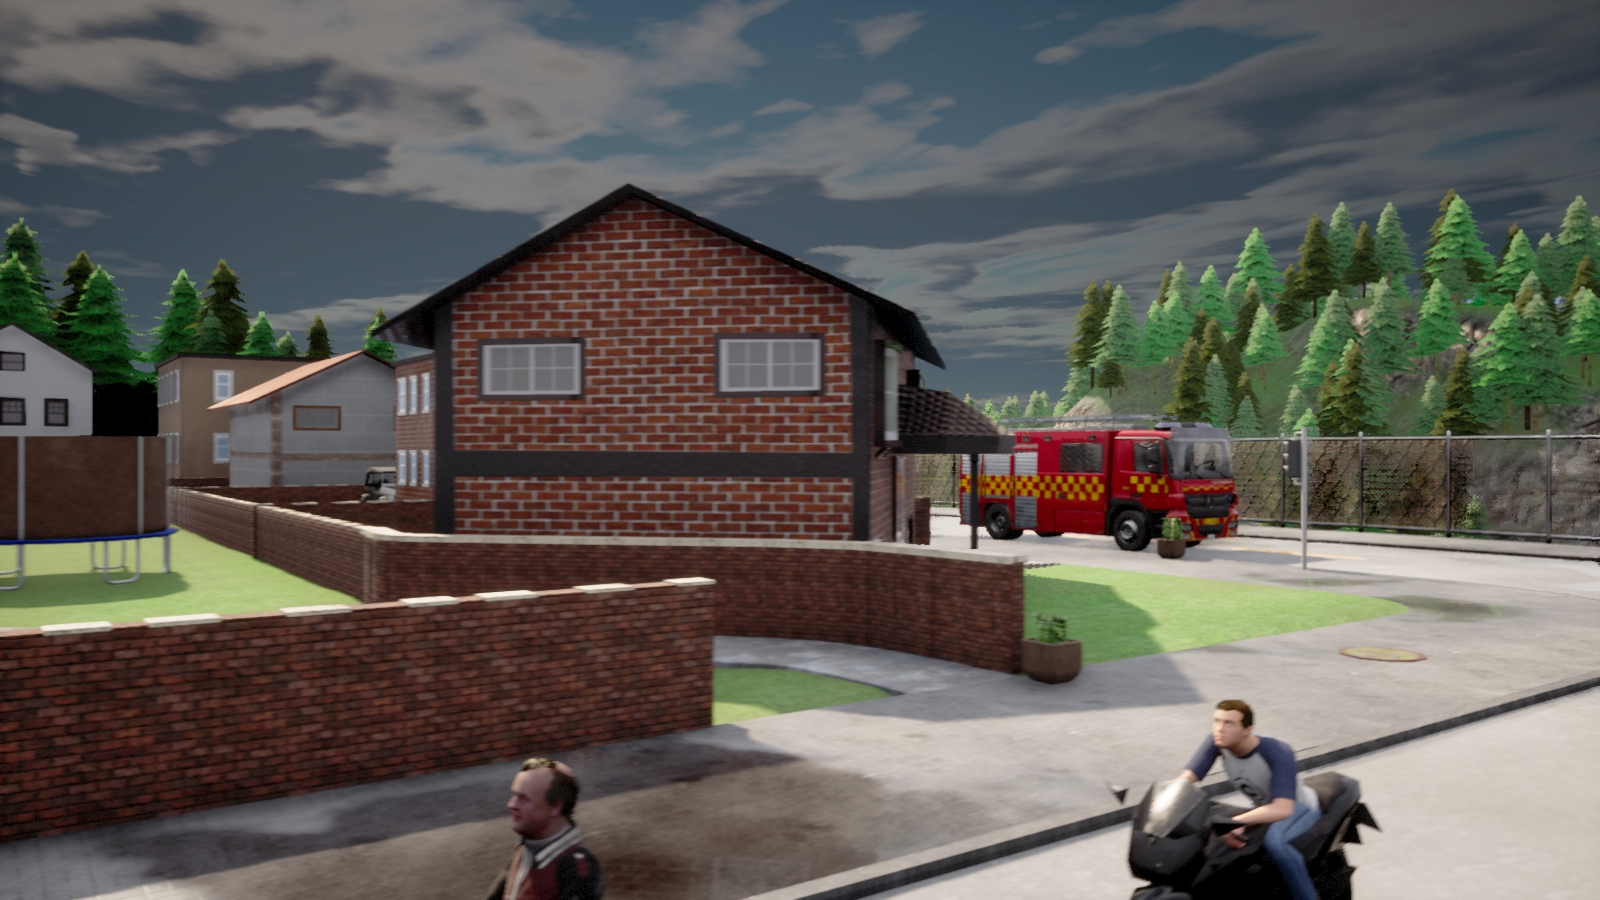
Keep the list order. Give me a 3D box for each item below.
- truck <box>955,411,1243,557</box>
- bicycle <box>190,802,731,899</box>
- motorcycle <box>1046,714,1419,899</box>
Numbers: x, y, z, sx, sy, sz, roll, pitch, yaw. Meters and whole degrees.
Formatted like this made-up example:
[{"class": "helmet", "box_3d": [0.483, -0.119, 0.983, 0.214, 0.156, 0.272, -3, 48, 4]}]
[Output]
[{"class": "truck", "box_3d": [8.636, 0.891, 34.225, 2.891, 3.827, 8.468, 0, 0, -35]}, {"class": "bicycle", "box_3d": [-1.091, 2.060, 3.650, 1.835, 1.471, 0.329, 0, 0, -35]}, {"class": "motorcycle", "box_3d": [2.294, 2.186, 5.950, 2.033, 1.199, 0.803, 0, 0, -35]}]
